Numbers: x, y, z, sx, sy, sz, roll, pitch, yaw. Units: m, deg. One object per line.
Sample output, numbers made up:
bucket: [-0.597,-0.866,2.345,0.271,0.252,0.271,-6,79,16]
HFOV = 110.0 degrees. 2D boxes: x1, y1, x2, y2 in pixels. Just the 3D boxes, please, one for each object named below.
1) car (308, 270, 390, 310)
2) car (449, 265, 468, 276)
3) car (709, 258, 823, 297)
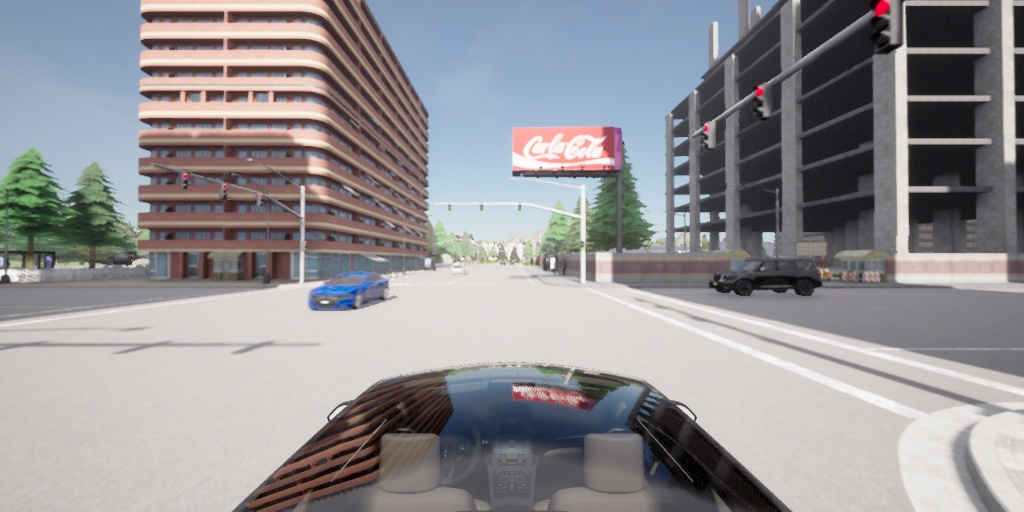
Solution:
car: [-6.997,1.444,15.898,1.882,1.535,5.008,0,0,0]
car: [-6.994,1.865,47.285,1.812,1.442,4.674,0,0,0]
car: [14.269,1.183,20.331,5.566,2.045,2.150,-1,-1,0]
